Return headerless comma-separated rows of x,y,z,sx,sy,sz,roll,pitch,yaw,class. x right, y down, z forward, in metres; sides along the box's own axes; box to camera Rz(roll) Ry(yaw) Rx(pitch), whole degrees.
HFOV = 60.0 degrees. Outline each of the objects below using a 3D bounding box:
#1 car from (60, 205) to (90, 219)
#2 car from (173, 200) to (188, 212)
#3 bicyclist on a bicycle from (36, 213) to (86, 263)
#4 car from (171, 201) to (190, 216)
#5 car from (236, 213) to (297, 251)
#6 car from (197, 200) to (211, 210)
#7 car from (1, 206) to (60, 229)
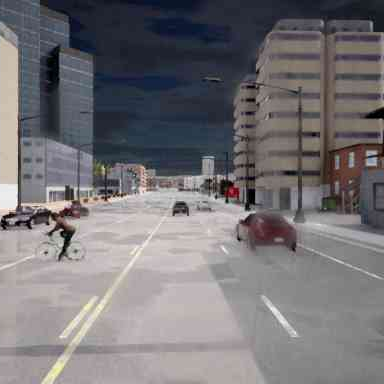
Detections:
-11.724,1.948,33.366,1.994,1.385,4.181,0,-1,-2,car
-1.679,1.991,48.064,2.033,1.411,5.357,0,0,-2,car
-4.366,1.519,11.028,1.656,1.620,0.582,-2,0,-2,bicyclist on a bicycle
-1.266,1.942,38.015,1.837,1.490,4.892,0,0,-2,car
3.129,1.638,14.553,1.812,1.442,4.674,0,-1,-2,car
1.812,1.957,50.511,1.812,1.442,4.674,0,1,-2,car
-11.391,1.726,23.311,2.128,1.511,4.902,0,-1,-2,car
